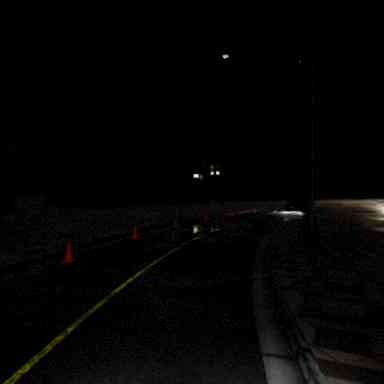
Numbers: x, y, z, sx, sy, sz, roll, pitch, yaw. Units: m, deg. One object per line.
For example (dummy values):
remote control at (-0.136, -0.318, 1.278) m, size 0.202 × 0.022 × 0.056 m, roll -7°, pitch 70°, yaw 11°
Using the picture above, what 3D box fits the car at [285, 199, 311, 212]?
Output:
car at (12.153, 1.463, 37.682) m, size 1.994 × 1.385 × 4.181 m, roll 1°, pitch 1°, yaw 41°

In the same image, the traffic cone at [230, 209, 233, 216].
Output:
traffic cone at (3.553, 1.868, 30.002) m, size 0.340 × 0.580 × 0.340 m, roll 1°, pitch 0°, yaw 31°

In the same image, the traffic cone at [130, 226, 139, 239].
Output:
traffic cone at (-2.676, 1.897, 15.643) m, size 0.340 × 0.580 × 0.340 m, roll 0°, pitch 0°, yaw 16°

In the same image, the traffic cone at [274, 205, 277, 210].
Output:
traffic cone at (9.662, 1.833, 38.482) m, size 0.340 × 0.580 × 0.340 m, roll 1°, pitch 1°, yaw 41°
